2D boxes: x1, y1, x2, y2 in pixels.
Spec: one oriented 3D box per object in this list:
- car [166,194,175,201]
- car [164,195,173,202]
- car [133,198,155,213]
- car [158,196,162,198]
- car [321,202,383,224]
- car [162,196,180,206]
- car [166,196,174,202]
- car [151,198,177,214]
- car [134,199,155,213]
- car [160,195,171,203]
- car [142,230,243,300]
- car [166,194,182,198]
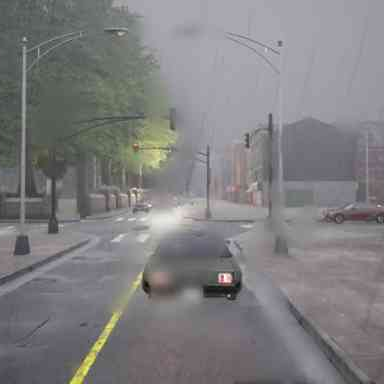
[{"bbox_3d":[-5.861,1.553,93.160,2.192,1.841,5.009,1,0,0],"label":"car"},{"bbox_3d":[-5.783,1.618,82.258,1.967,1.590,4.097,1,0,0],"label":"car"},{"bbox_3d":[-5.482,1.585,36.972,2.008,1.369,4.403,1,0,0],"label":"car"},{"bbox_3d":[-5.507,1.597,44.108,2.008,1.369,4.403,1,0,0],"label":"car"},{"bbox_3d":[11.659,1.470,23.623,4.674,1.442,1.812,-1,-1,1],"label":"car"},{"bbox_3d":[-3.002,1.651,45.980,1.895,1.301,4.718,0,0,0],"label":"car"},{"bbox_3d":[-5.824,1.732,87.539,1.752,1.417,4.829,1,0,0],"label":"car"},{"bbox_3d":[-2.922,1.633,35.718,1.895,1.301,4.718,0,0,0],"label":"car"},{"bbox_3d":[-5.521,1.562,38.946,1.752,1.417,4.829,1,0,0],"label":"car"},{"bbox_3d":[-5.704,1.568,71.359,1.967,1.590,4.097,1,0,0],"label":"car"},{"bbox_3d":[0.033,1.605,8.341,1.895,1.301,4.718,0,0,1],"label":"car"},{"bbox_3d":[-3.058,1.602,56.752,1.812,1.442,4.674,0,0,0],"label":"car"}]
